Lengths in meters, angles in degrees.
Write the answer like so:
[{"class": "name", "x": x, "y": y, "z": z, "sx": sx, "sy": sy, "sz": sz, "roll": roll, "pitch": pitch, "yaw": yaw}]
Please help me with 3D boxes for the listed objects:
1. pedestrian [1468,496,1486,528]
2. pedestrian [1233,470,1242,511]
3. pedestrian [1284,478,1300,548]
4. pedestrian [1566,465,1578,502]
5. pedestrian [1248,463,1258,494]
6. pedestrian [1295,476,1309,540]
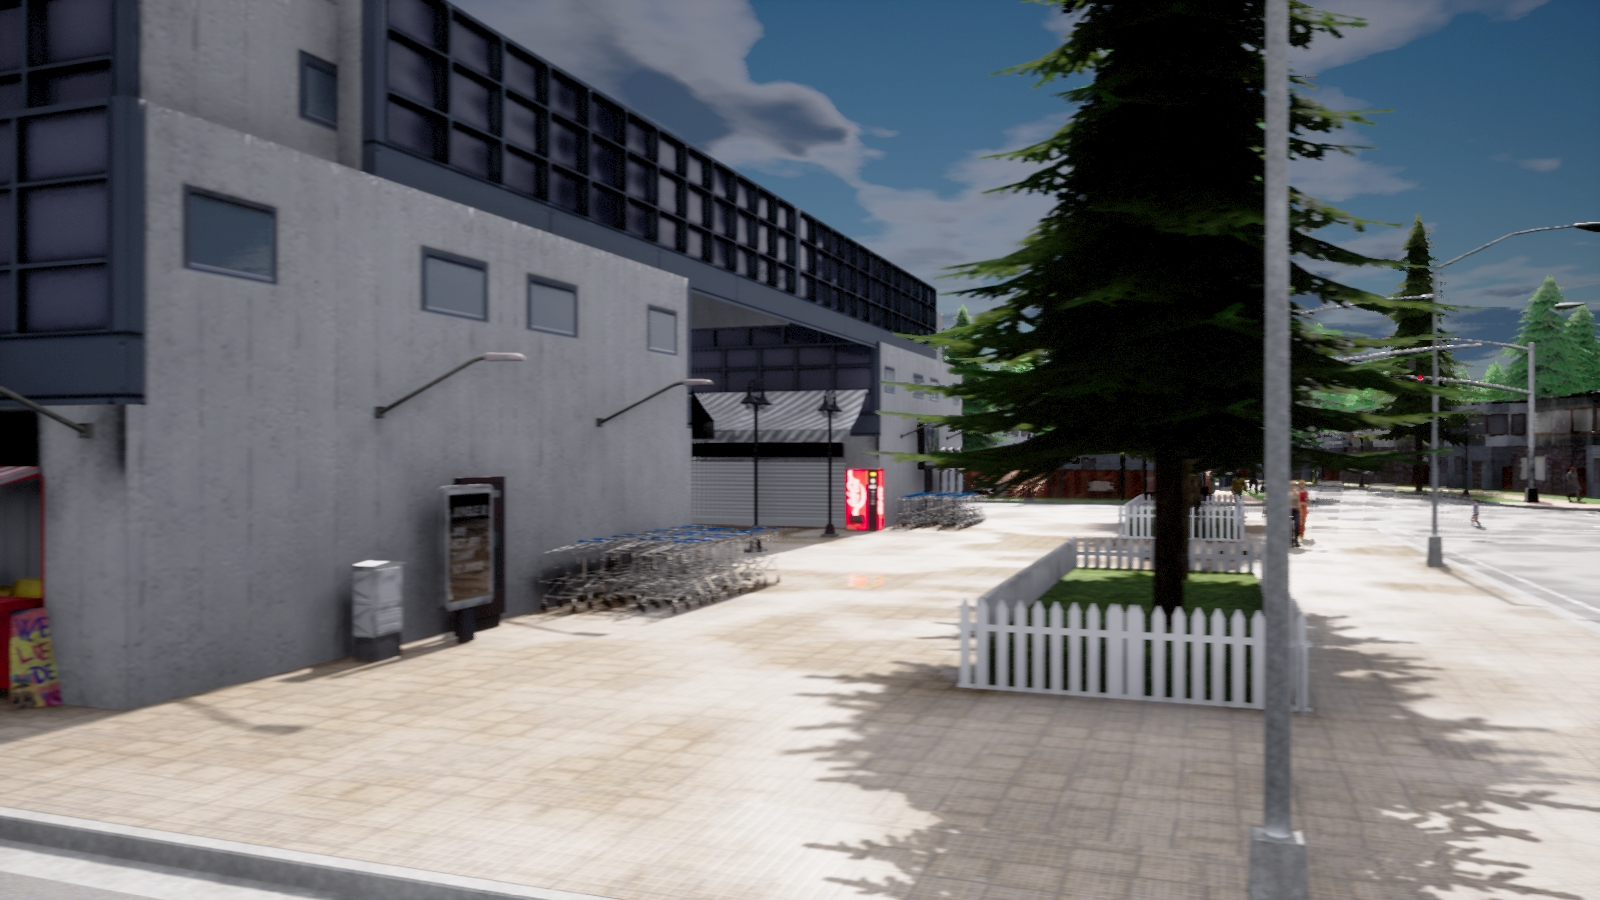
[{"class": "pedestrian", "x": 24.419, "y": 2.235, "z": 41.214, "sx": 0.500, "sy": 1.100, "sz": 0.500, "roll": 0, "pitch": 0, "yaw": 21}, {"class": "pedestrian", "x": 20.004, "y": 1.853, "z": 52.206, "sx": 0.375, "sy": 1.860, "sz": 0.375, "roll": 0, "pitch": 0, "yaw": 21}, {"class": "pedestrian", "x": 13.256, "y": 1.702, "z": 30.785, "sx": 0.375, "sy": 1.860, "sz": 0.375, "roll": 0, "pitch": 0, "yaw": 23}, {"class": "pedestrian", "x": 38.943, "y": 1.673, "z": 57.617, "sx": 0.375, "sy": 1.860, "sz": 0.375, "roll": 0, "pitch": 0, "yaw": 7}, {"class": "pedestrian", "x": 26.982, "y": 1.689, "z": 68.049, "sx": 0.375, "sy": 1.860, "sz": 0.375, "roll": 0, "pitch": 0, "yaw": -7}, {"class": "pedestrian", "x": 14.815, "y": 1.703, "z": 33.718, "sx": 0.375, "sy": 1.860, "sz": 0.375, "roll": 0, "pitch": 0, "yaw": 20}]
